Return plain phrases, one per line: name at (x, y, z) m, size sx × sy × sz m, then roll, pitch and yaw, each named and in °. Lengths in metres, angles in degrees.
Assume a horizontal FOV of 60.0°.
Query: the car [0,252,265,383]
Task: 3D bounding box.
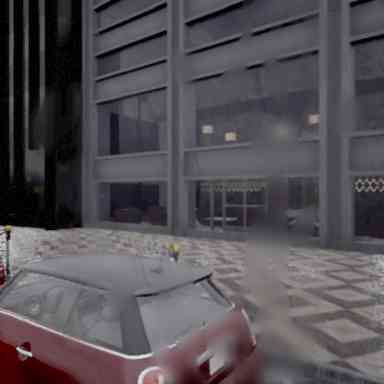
car at (-1.358, 1.455, 3.928) m, size 4.097 × 1.590 × 1.967 m, roll 0°, pitch 0°, yaw 36°
